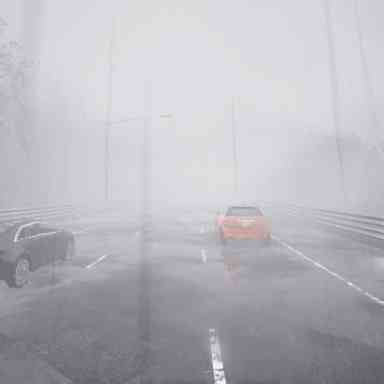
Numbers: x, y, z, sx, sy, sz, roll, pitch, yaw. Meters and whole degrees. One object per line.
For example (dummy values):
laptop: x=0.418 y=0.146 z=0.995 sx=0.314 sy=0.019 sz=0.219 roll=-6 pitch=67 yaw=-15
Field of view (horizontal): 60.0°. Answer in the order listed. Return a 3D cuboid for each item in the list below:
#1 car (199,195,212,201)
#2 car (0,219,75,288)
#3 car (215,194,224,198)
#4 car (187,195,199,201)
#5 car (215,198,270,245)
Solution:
car: x=3.467 y=1.676 z=85.835 sx=1.895 sy=1.301 sz=4.718 roll=0 pitch=0 yaw=7
car: x=-4.856 y=1.494 z=9.227 sx=2.128 sy=1.511 sz=4.902 roll=0 pitch=0 yaw=1
car: x=7.028 y=1.437 z=86.204 sx=2.097 sy=1.767 sz=4.553 roll=0 pitch=0 yaw=7
car: x=-0.063 y=1.621 z=85.755 sx=2.033 sy=1.411 sz=5.357 roll=0 pitch=0 yaw=7
car: x=2.264 y=1.356 z=15.744 sx=2.097 sy=1.767 sz=4.553 roll=0 pitch=0 yaw=1
